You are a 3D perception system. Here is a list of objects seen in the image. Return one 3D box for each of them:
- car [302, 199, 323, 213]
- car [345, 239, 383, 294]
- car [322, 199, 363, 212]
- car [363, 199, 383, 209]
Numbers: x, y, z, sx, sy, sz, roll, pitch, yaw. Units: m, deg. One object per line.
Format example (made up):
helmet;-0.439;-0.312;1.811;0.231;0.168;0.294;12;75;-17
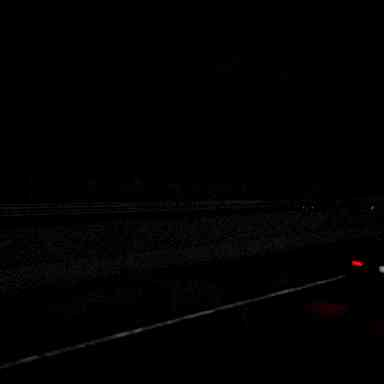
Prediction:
car;13.494;1.511;34.574;4.892;1.490;1.837;0;0;-34
car;5.791;1.551;7.823;5.357;1.411;2.033;0;0;-35
car;15.093;1.556;31.442;5.357;1.411;2.033;0;0;-34
car;17.254;1.363;28.668;4.553;1.767;2.097;0;0;-34
